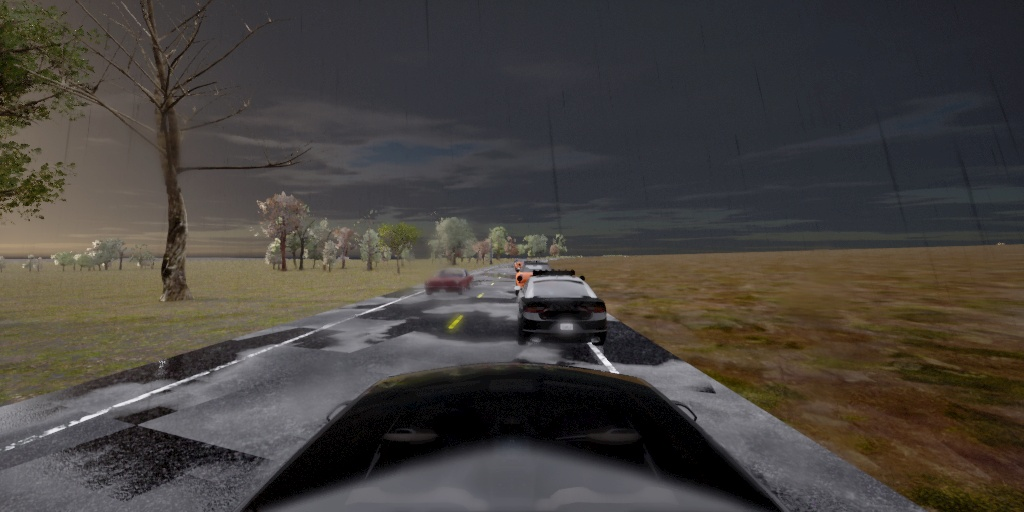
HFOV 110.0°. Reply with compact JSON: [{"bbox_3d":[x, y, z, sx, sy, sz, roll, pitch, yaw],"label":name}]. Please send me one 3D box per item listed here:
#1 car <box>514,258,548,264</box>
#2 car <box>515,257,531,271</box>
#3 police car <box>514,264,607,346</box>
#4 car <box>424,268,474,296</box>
[{"bbox_3d":[1.254,1.102,19.397,2.097,1.767,4.553,0,0,1],"label":"car"},{"bbox_3d":[1.559,1.093,50.712,2.097,1.767,4.553,0,0,4],"label":"car"},{"bbox_3d":[1.093,1.176,9.572,1.930,1.638,5.238,0,0,1],"label":"police car"},{"bbox_3d":[-3.271,1.352,19.302,1.895,1.301,4.718,0,0,1],"label":"car"}]
